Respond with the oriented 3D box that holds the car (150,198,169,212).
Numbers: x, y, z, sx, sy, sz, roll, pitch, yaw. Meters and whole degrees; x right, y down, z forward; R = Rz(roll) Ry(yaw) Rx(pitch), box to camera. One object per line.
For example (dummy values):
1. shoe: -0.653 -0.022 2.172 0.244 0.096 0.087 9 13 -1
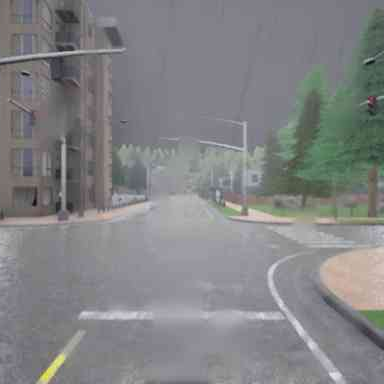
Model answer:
1. car: -3.541 1.409 37.247 1.812 1.442 4.674 0 0 0
